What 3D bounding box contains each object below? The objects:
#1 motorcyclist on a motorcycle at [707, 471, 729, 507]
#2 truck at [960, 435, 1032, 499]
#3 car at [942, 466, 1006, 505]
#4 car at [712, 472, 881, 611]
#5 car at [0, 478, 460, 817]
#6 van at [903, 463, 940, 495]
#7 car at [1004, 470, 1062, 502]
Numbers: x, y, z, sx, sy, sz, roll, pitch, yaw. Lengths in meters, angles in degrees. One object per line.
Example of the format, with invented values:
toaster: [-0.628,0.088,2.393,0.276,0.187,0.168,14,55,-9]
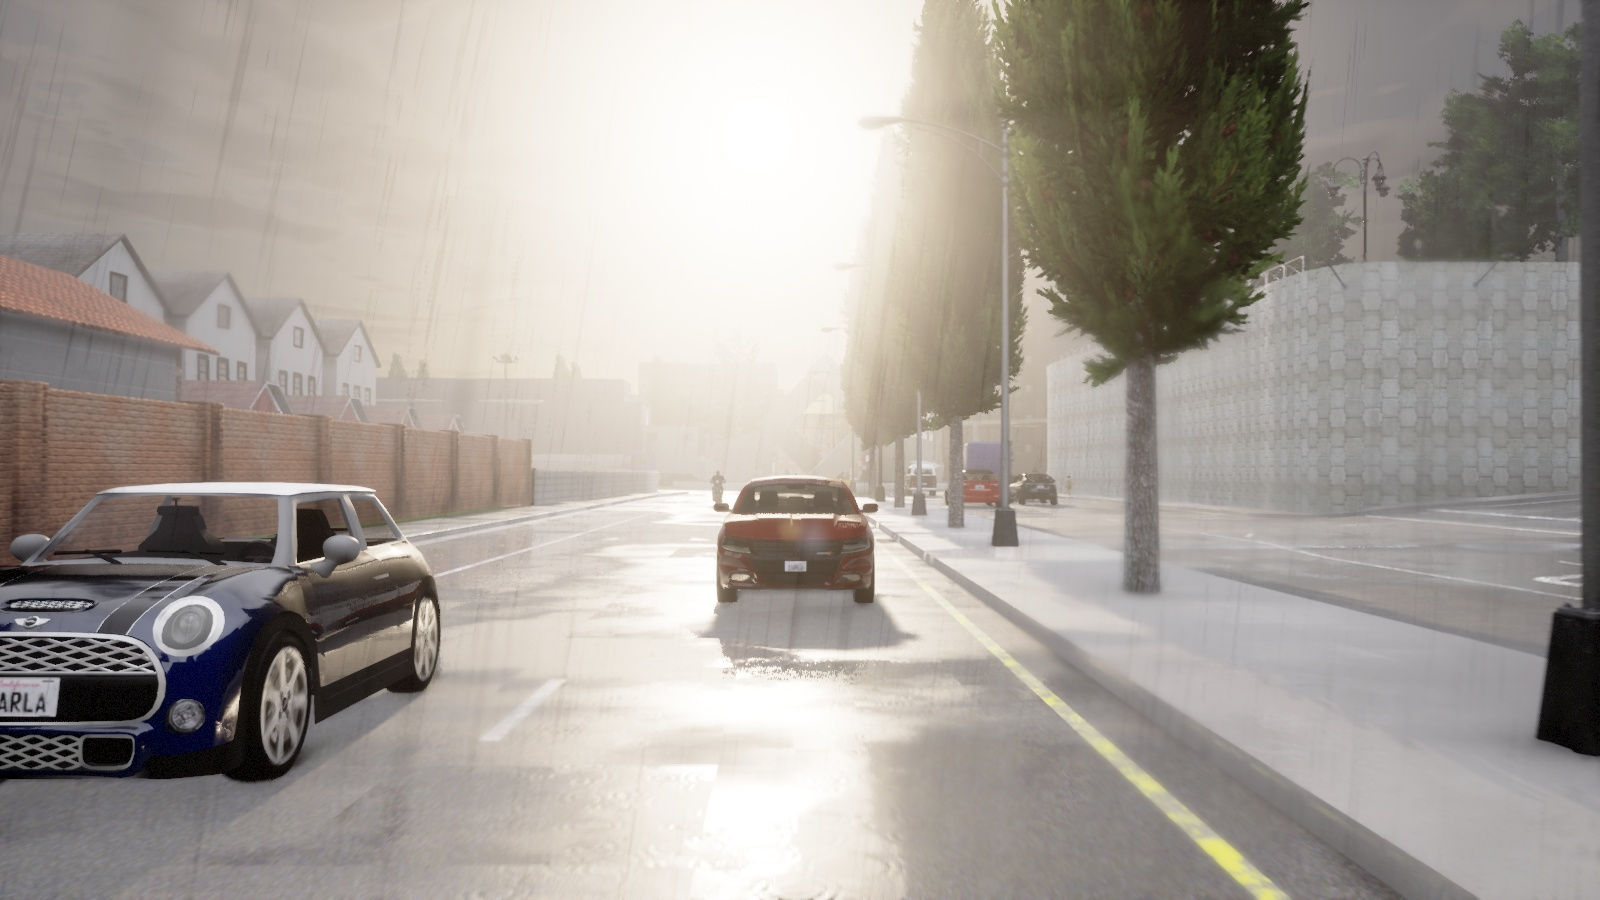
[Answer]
motorcyclist on a motorcycle: [-3.648,1.721,56.039,0.866,1.590,1.817,0,-1,0]
truck: [11.304,1.010,73.068,2.891,3.462,7.936,0,-1,0]
car: [7.849,1.583,57.052,2.242,1.667,4.611,0,-1,0]
car: [-0.044,1.069,16.534,1.882,1.535,5.008,0,-1,0]
car: [-3.520,0.920,7.483,1.970,1.475,3.806,0,-1,0]
van: [7.877,1.877,81.805,2.069,2.038,4.480,0,-1,1]
car: [11.337,1.744,61.418,2.007,1.525,4.514,0,-1,0]
